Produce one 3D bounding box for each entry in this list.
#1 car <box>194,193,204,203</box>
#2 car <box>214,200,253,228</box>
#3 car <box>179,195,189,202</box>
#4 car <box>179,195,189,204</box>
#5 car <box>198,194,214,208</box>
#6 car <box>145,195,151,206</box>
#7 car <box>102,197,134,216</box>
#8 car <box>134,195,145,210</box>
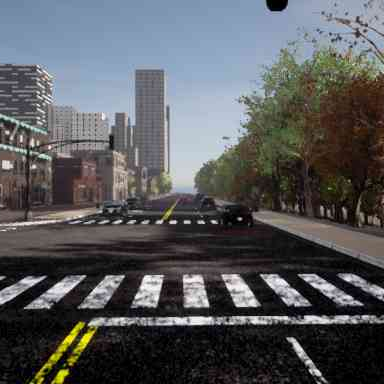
[{"bbox_3d":[1.622,1.191,69.606,2.150,2.045,5.566,0,0,-1],"label":"car"},{"bbox_3d":[2.811,1.470,22.412,1.882,1.535,5.008,0,0,-1],"label":"car"},{"bbox_3d":[-1.771,1.338,72.760,2.033,1.411,5.357,0,0,-1],"label":"car"},{"bbox_3d":[-1.527,1.536,62.760,1.994,1.385,4.181,0,0,-1],"label":"car"},{"bbox_3d":[2.206,1.485,47.206,1.837,1.490,4.892,0,0,-1],"label":"car"},{"bbox_3d":[-7.903,1.329,54.566,2.097,1.767,4.553,0,0,-1],"label":"car"},{"bbox_3d":[-7.380,1.479,32.474,2.128,1.511,4.902,0,0,-1],"label":"car"},{"bbox_3d":[-7.619,1.487,42.522,1.837,1.490,4.892,0,0,-1],"label":"car"}]
